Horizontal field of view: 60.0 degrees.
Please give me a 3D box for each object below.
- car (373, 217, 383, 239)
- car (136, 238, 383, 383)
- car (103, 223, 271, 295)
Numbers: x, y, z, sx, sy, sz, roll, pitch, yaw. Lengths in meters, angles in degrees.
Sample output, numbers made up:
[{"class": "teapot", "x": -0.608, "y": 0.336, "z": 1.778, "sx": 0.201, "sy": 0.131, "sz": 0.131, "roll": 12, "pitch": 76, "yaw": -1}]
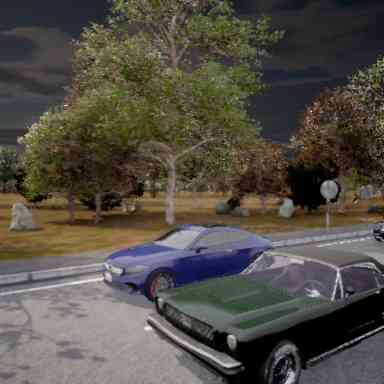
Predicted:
[{"class": "car", "x": 10.399, "y": 1.567, "z": 15.593, "sx": 4.902, "sy": 1.511, "sz": 2.128, "roll": 0, "pitch": 0, "yaw": -35}, {"class": "car", "x": 1.730, "y": 1.619, "z": 5.216, "sx": 4.718, "sy": 1.301, "sz": 1.895, "roll": 0, "pitch": 0, "yaw": -35}, {"class": "car", "x": 0.139, "y": 1.547, "z": 8.379, "sx": 4.674, "sy": 1.442, "sz": 1.812, "roll": 0, "pitch": 0, "yaw": -35}]
